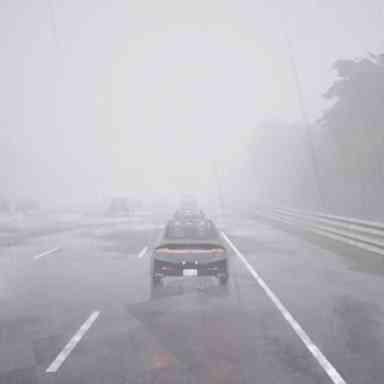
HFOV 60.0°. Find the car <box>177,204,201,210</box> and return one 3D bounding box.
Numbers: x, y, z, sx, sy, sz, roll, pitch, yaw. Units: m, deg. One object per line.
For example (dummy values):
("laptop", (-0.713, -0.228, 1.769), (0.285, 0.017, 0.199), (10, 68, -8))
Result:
("car", (-0.144, 1.585, 18.744), (1.895, 1.301, 4.718), (0, 0, -1))

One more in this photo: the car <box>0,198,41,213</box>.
("car", (-18.029, 1.434, 35.755), (2.128, 1.511, 4.902), (0, 0, -2))

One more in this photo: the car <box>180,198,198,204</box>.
("car", (-0.291, 1.533, 28.142), (2.033, 1.411, 5.357), (0, 0, -1))

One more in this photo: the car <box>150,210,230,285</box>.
("car", (-0.050, 1.480, 9.439), (2.128, 1.511, 4.902), (0, 0, 0))

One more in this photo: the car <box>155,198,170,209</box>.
("car", (-4.091, 1.529, 45.499), (2.033, 1.411, 5.357), (0, 0, -2))

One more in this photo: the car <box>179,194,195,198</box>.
("car", (-0.551, 1.213, 44.174), (2.150, 2.045, 5.566), (0, 0, -2))

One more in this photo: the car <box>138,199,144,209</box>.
("car", (-7.575, 1.573, 44.675), (1.895, 1.301, 4.718), (0, 0, -1))

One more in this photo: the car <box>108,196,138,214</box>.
("car", (-7.333, 1.321, 34.922), (2.097, 1.767, 4.553), (0, 0, -1))
